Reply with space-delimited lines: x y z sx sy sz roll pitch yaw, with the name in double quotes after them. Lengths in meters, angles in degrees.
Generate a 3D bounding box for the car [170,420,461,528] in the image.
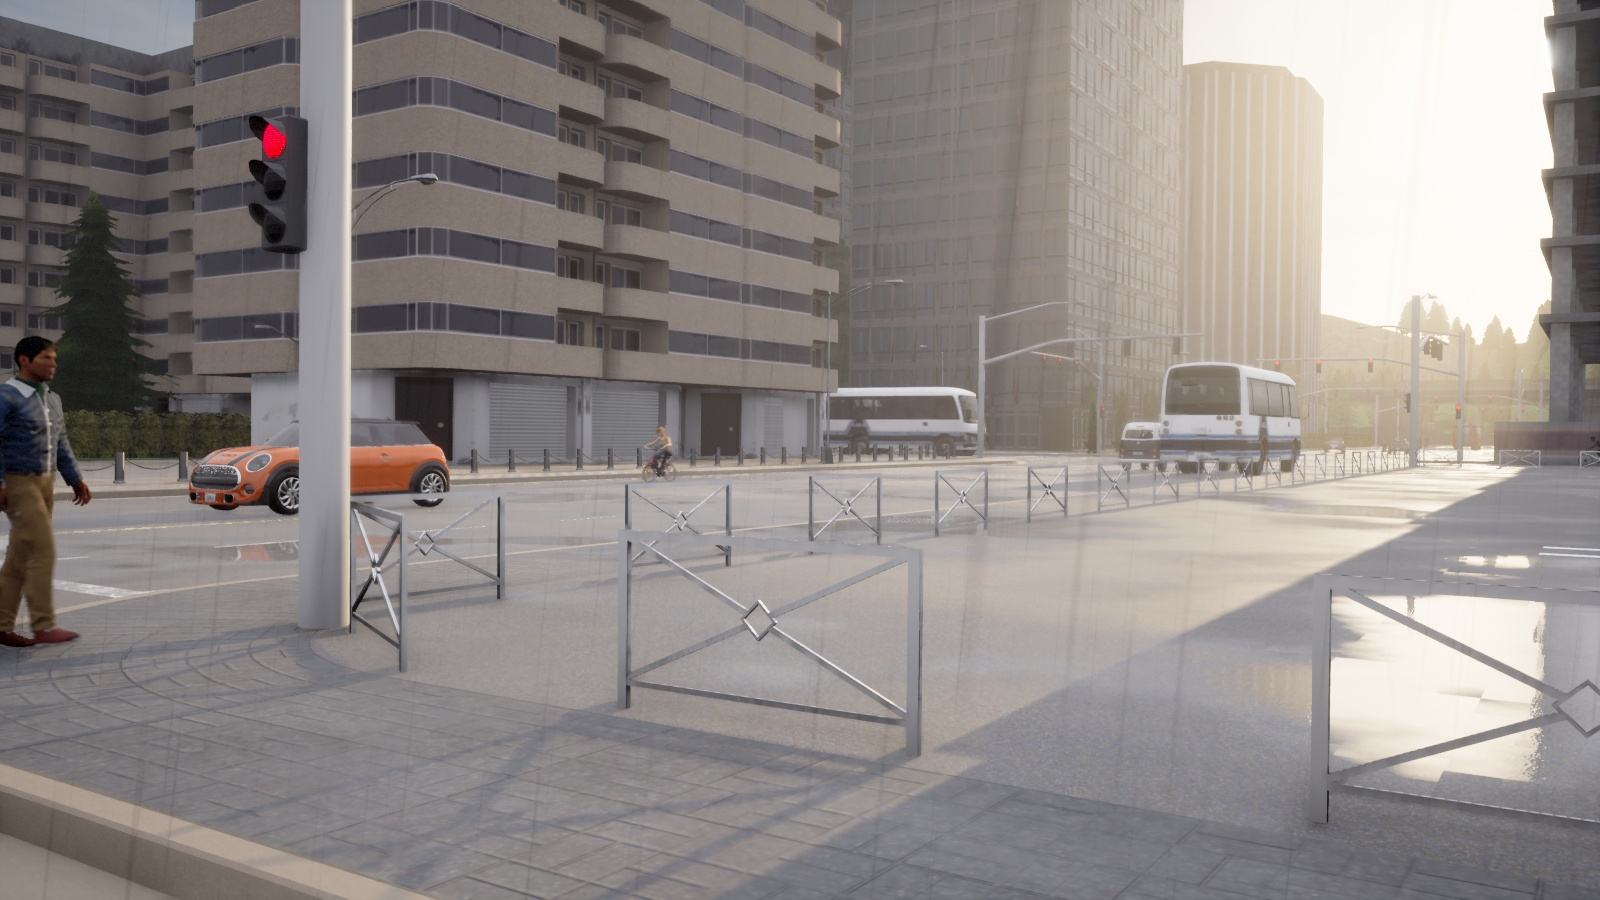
-8.683 0.356 22.910 2.097 1.767 4.553 0 1 33 "car"

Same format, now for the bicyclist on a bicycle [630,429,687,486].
-4.102 0.207 36.470 0.866 1.612 1.509 0 1 33 "bicyclist on a bicycle"

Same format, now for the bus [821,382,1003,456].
6.720 -1.799 76.013 10.273 4.253 3.944 0 1 32 "bus"

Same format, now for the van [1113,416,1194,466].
15.001 -0.407 53.198 2.069 2.038 4.480 0 1 33 "van"

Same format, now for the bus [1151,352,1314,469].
17.821 -1.504 51.113 3.944 4.253 10.273 0 1 33 "bus"

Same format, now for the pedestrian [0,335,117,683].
-4.485 0.331 7.289 0.788 1.949 0.423 0 1 7 "pedestrian"
